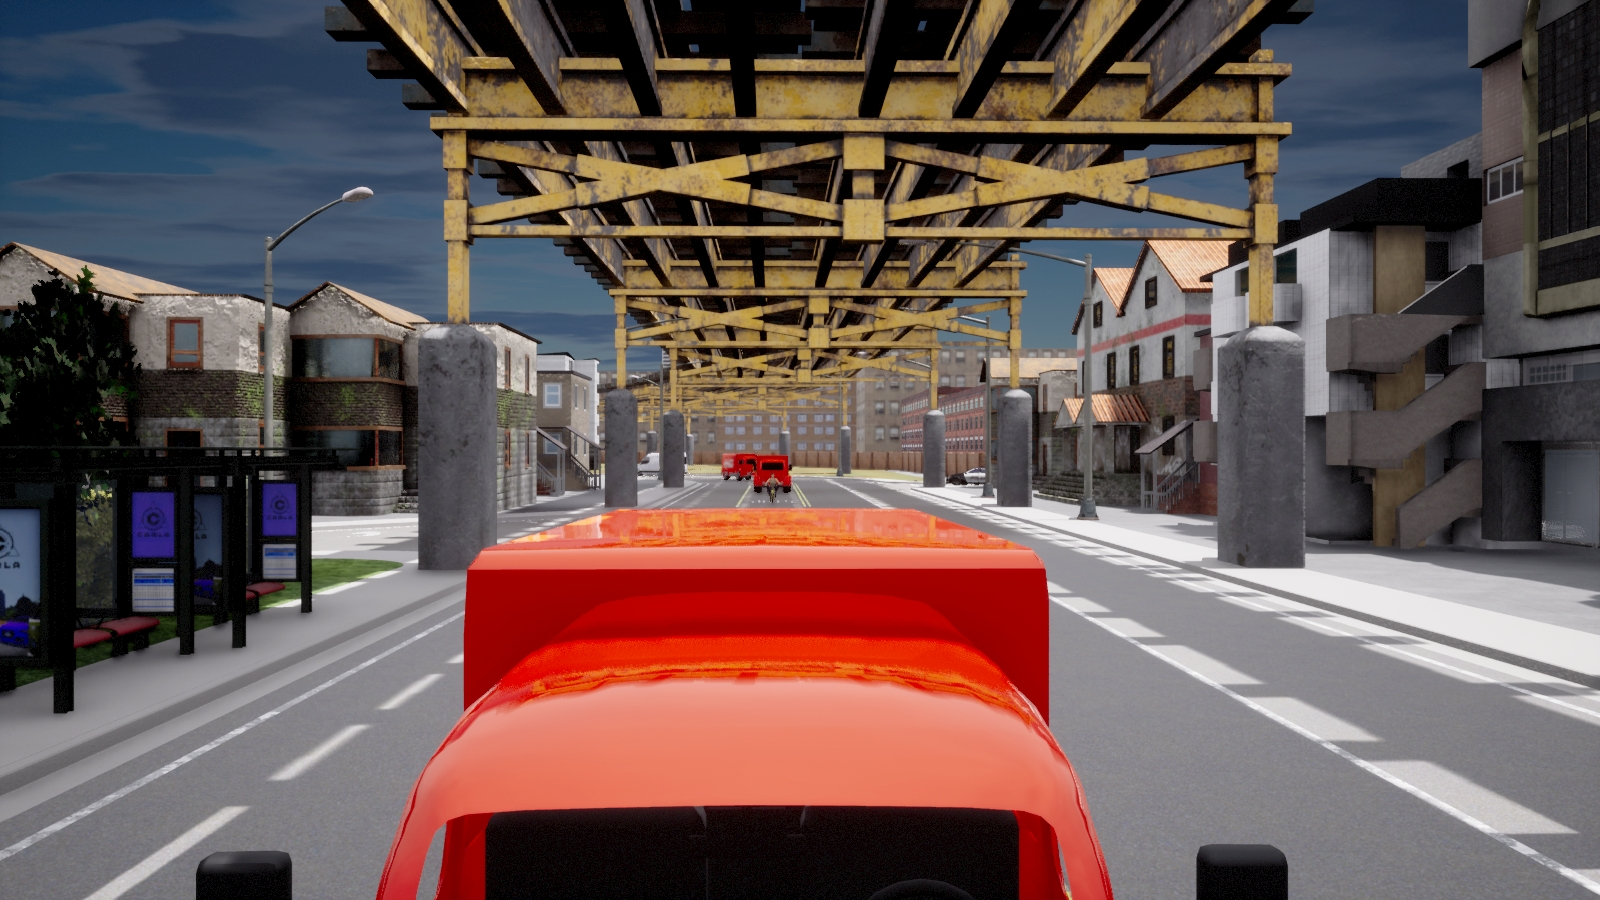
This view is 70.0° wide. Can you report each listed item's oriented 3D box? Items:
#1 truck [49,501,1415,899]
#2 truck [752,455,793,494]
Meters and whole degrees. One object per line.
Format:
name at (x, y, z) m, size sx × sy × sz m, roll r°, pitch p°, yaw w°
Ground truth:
truck at (-0.167, 1.568, 4.802) m, size 2.627 × 2.467 × 5.204 m, roll 0°, pitch 0°, yaw -1°
truck at (-1.805, 1.568, 75.192) m, size 2.627 × 2.467 × 5.204 m, roll 0°, pitch 0°, yaw -1°
